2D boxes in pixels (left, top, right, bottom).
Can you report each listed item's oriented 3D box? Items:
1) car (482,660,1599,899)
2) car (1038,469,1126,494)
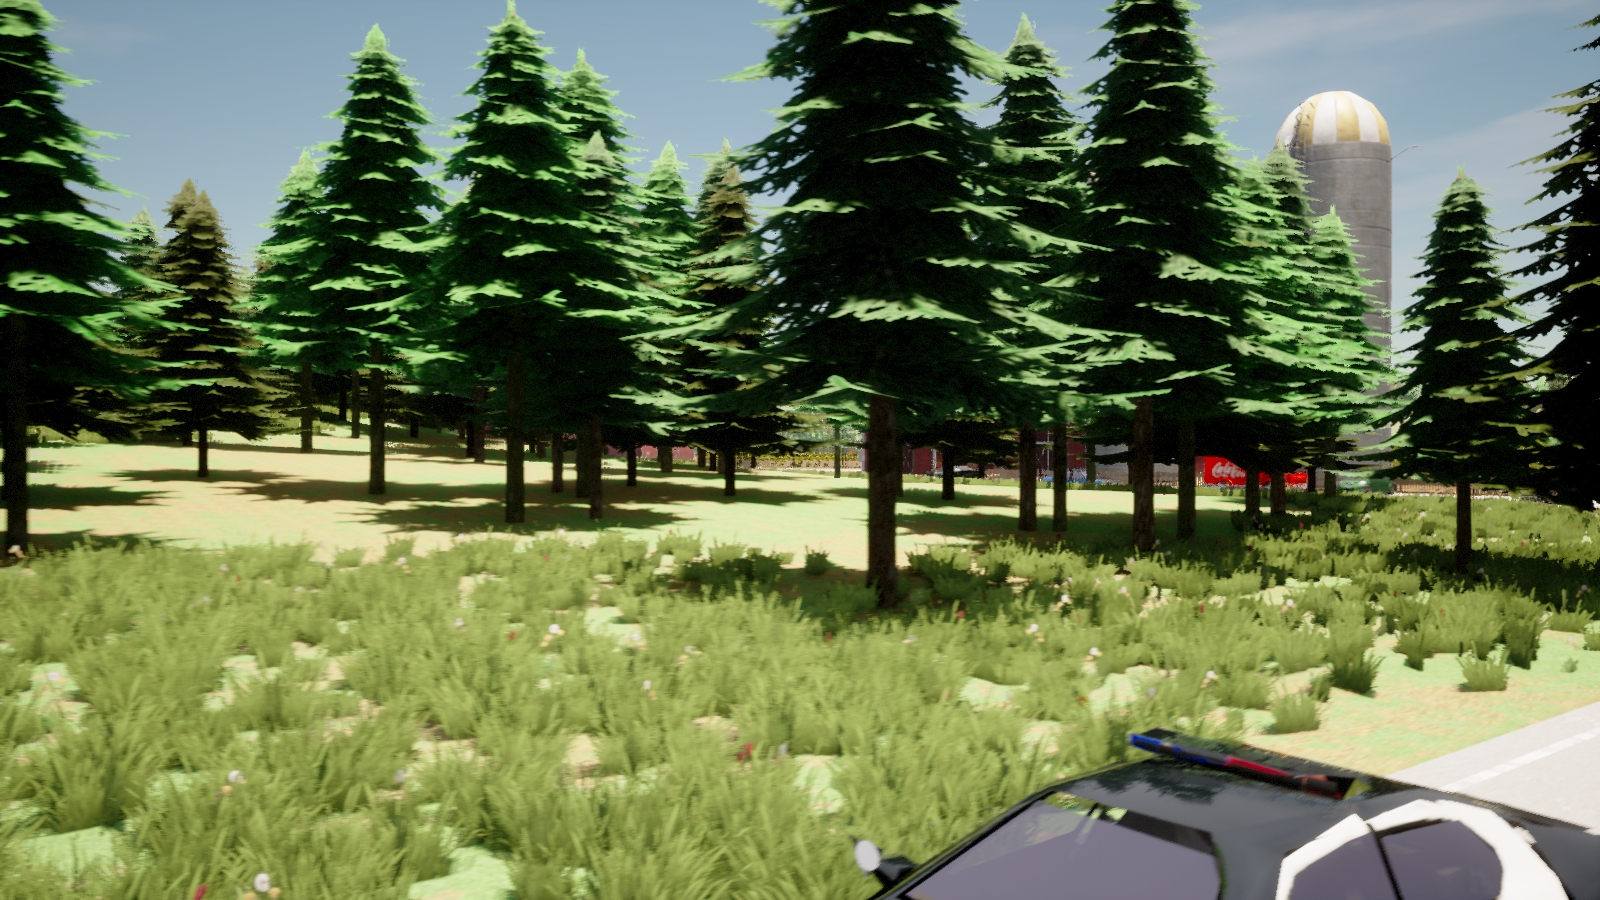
[{"bbox_3d":[1.519,2.038,4.568,4.974,1.542,2.038,0,0,-37],"label":"car"},{"bbox_3d":[17.768,1.972,72.247,2.033,1.411,5.357,0,0,-36],"label":"car"}]
